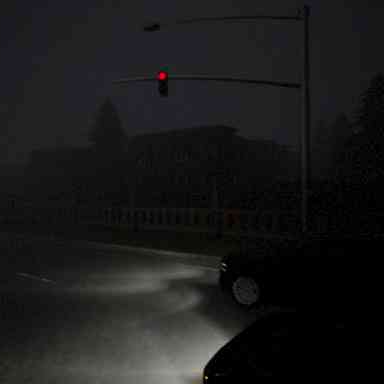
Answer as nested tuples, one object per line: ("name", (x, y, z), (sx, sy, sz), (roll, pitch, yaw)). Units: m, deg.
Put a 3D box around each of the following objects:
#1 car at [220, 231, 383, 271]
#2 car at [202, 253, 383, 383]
("car", (2.871, 1.489, 6.244), (5.008, 1.535, 1.882), (-1, 0, 35))
("car", (2.620, 1.537, 2.124), (5.357, 1.411, 2.033), (-1, 0, 35))
